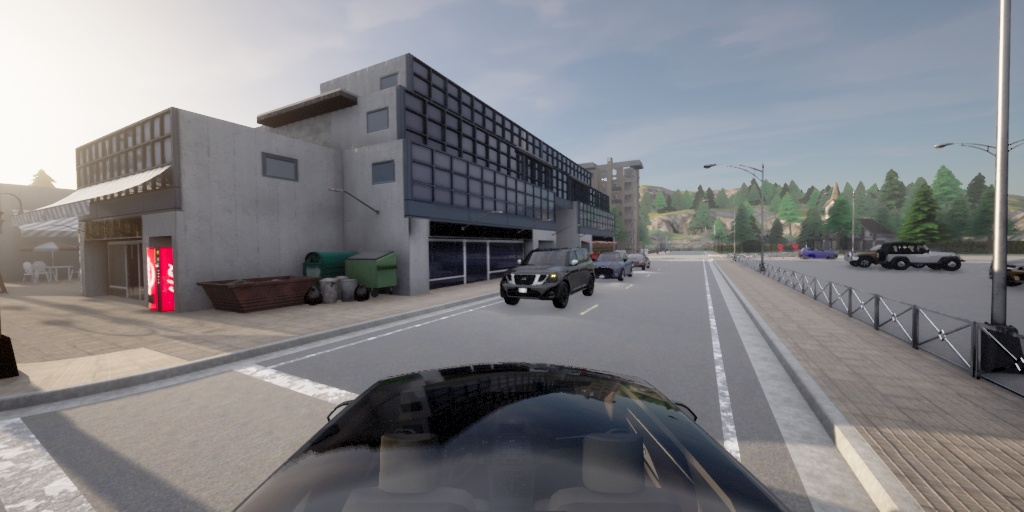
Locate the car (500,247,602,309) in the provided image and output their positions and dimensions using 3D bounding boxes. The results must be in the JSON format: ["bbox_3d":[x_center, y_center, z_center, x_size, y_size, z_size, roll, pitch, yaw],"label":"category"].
[{"bbox_3d":[1.632,0.682,13.971,2.150,2.045,5.566,0,1,28],"label":"car"}]

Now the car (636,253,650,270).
[{"bbox_3d":[11.016,0.435,31.710,1.812,1.442,4.674,0,2,28],"label":"car"}]

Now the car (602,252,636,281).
[{"bbox_3d":[6.229,0.542,22.667,2.097,1.767,4.553,0,2,28],"label":"car"}]
